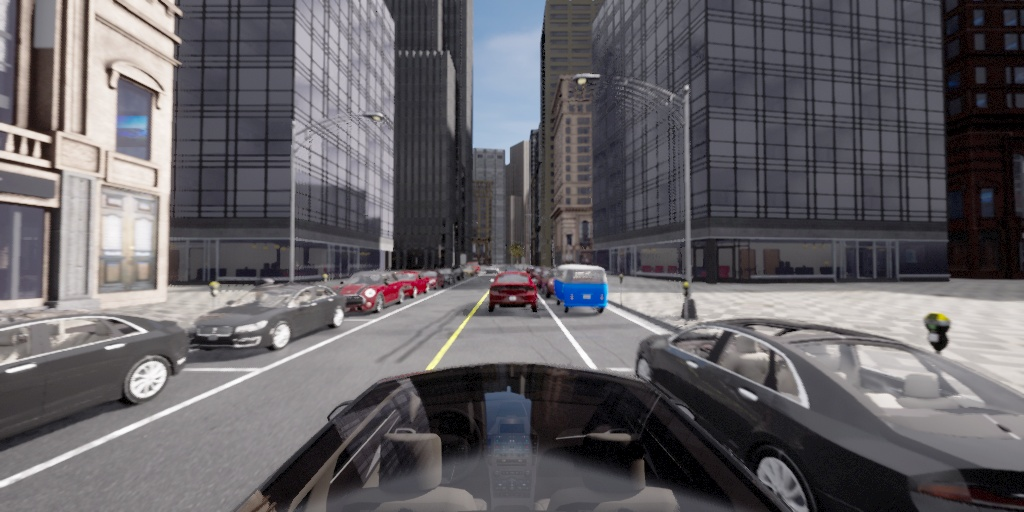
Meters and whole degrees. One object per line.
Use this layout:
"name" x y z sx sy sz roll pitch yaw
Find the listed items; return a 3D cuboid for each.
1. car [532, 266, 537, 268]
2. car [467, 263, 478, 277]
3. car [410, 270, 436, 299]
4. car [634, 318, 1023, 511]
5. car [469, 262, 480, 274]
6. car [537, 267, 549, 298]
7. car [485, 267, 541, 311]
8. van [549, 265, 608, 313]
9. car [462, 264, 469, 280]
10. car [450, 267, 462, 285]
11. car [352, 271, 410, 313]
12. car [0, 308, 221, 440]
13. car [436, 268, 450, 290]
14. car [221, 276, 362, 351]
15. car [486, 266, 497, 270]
"car" 2.666 1.625 25.565 1.888 1.381 4.507 0 0 0
"car" -5.862 1.959 47.231 1.751 1.417 4.829 0 0 0
"car" -5.858 1.544 20.111 1.888 1.381 4.507 0 0 0
"car" 2.669 1.326 3.729 2.007 1.370 4.403 0 0 0
"car" -5.862 1.844 52.860 2.192 1.841 5.009 0 0 0
"car" 2.667 1.439 20.106 1.967 1.591 4.097 0 0 0
"car" 0.053 1.411 15.503 1.882 1.535 5.008 0 0 0
"van" 2.668 1.262 14.648 1.690 1.789 3.998 0 0 0
"car" -5.860 1.816 36.485 1.948 1.339 4.313 0 0 0
"car" -5.860 1.714 31.027 2.007 1.370 4.403 0 0 0
"car" -5.858 1.361 14.652 1.967 1.591 4.097 0 0 0
"car" -5.856 1.326 3.735 2.007 1.370 4.403 0 0 0
"car" -5.859 1.662 25.569 1.802 1.307 4.207 0 0 0
"car" -5.857 1.398 9.194 2.007 1.370 4.403 0 0 0
"car" -3.045 2.180 55.684 1.895 1.301 4.718 0 -1 1
